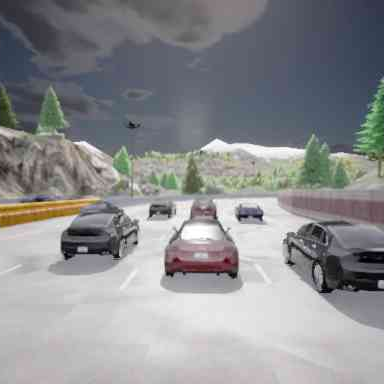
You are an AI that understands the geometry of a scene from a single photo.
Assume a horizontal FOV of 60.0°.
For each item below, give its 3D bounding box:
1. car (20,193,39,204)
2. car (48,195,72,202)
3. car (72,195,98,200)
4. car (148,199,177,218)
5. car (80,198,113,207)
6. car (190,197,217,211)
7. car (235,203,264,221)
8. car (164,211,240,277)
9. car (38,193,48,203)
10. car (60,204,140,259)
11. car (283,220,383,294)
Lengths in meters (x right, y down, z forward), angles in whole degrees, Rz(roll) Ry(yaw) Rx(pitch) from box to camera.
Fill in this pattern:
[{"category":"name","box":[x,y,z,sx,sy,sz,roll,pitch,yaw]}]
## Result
[{"category":"car","box":[-23.990,0.935,50.888,2.097,1.767,4.553,1,0,12]},{"category":"car","box":[-17.607,1.139,47.160,2.128,1.511,4.902,0,0,11]},{"category":"car","box":[-14.244,1.204,46.144,1.812,1.442,4.674,0,0,11]},{"category":"car","box":[-2.437,1.354,28.355,1.837,1.490,4.892,0,0,5]},{"category":"car","box":[-6.306,1.392,23.273,2.033,1.411,5.357,0,0,3]},{"category":"car","box":[1.032,1.230,27.707,2.097,1.767,4.553,0,0,4]},{"category":"car","box":[4.411,1.511,26.237,1.895,1.301,4.718,0,0,4]},{"category":"car","box":[0.285,1.518,10.139,1.994,1.385,4.181,0,0,2]},{"category":"car","box":[-20.553,1.176,50.213,1.994,1.385,4.181,0,0,12]},{"category":"car","box":[-3.155,1.425,12.232,1.837,1.490,4.892,0,1,2]},{"category":"car","box":[3.744,1.491,8.697,1.837,1.490,4.892,0,0,2]}]
